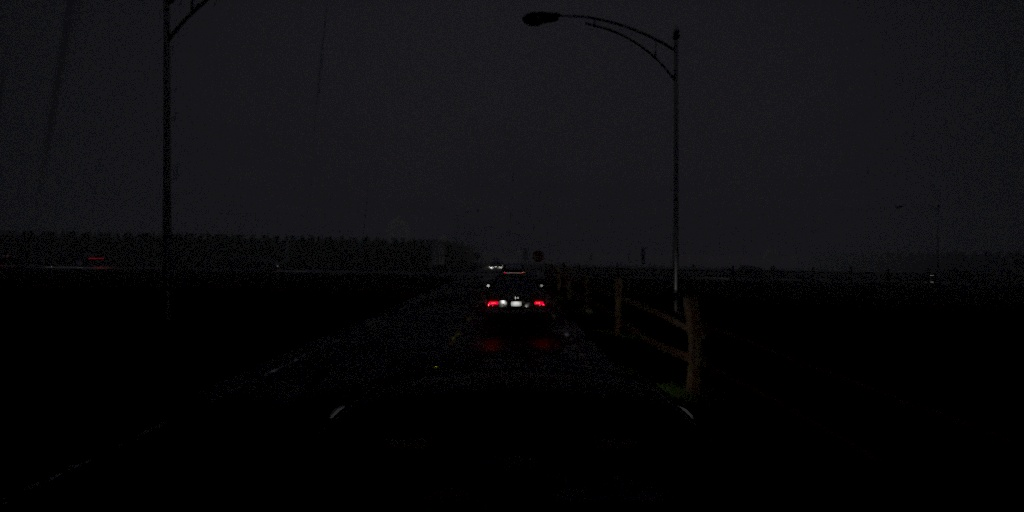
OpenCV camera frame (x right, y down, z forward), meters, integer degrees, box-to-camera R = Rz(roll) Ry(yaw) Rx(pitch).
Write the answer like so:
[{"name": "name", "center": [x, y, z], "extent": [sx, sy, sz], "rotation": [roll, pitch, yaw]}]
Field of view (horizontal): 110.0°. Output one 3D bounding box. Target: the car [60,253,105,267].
[{"name": "car", "center": [-47.292, 0.382, 39.021], "extent": [4.892, 1.490, 1.837], "rotation": [1, 0, 2]}]

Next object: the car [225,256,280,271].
[{"name": "car", "center": [-26.123, 0.719, 36.205], "extent": [4.902, 1.511, 2.128], "rotation": [1, 0, 0]}]

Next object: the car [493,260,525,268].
[{"name": "car", "center": [0.134, 1.198, 23.418], "extent": [2.128, 1.511, 4.902], "rotation": [0, 0, 1]}]

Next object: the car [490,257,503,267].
[{"name": "car", "center": [-2.796, 0.976, 64.146], "extent": [2.097, 1.767, 4.553], "rotation": [0, 0, 1]}]

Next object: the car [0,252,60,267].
[{"name": "car", "center": [-49.469, 0.421, 36.211], "extent": [4.718, 1.301, 1.895], "rotation": [1, 0, 0]}]

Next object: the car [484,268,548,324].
[{"name": "car", "center": [0.099, 1.277, 11.783], "extent": [2.033, 1.411, 5.357], "rotation": [0, 0, 0]}]

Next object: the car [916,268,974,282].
[{"name": "car", "center": [47.387, 2.071, 39.293], "extent": [4.892, 1.490, 1.837], "rotation": [2, 0, 0]}]

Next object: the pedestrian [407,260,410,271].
[{"name": "pedestrian", "center": [-12.172, 1.084, 42.221], "extent": [0.375, 1.300, 0.375], "rotation": [0, -1, 0]}]

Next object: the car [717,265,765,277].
[{"name": "car", "center": [25.080, 1.687, 39.306], "extent": [4.674, 1.442, 1.812], "rotation": [1, 0, 0]}]
